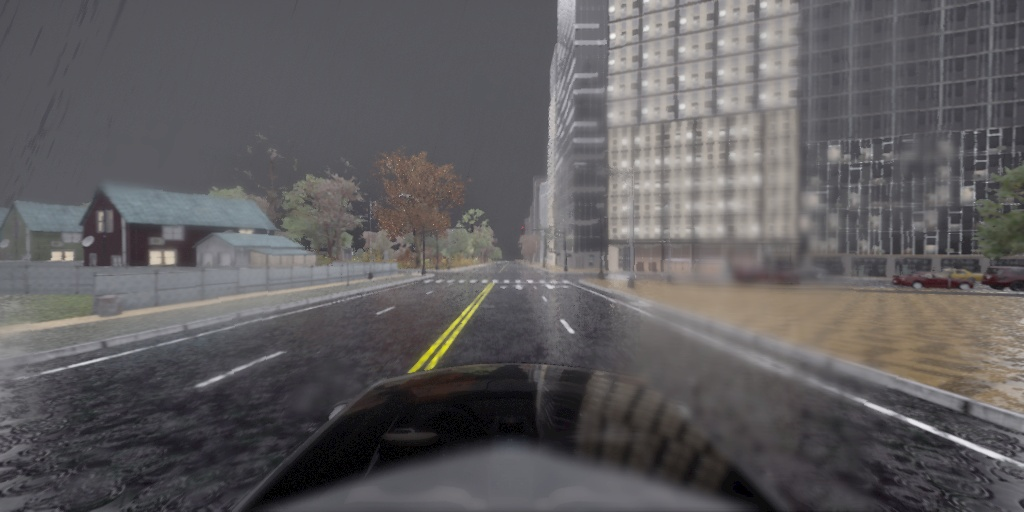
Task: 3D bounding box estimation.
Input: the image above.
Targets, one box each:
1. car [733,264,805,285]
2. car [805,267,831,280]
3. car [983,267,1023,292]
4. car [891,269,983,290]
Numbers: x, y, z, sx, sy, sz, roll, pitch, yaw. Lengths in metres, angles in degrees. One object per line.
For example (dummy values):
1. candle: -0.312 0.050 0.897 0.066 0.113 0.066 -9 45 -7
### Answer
1. car: 23.016 1.677 32.701 5.009 1.841 2.192 0 0 20
2. car: 31.050 1.802 38.150 4.403 1.370 2.007 0 0 20
3. car: 38.985 1.760 26.852 5.009 1.841 2.192 0 0 20
4. car: 33.662 1.963 28.802 4.507 1.381 1.888 0 0 20
